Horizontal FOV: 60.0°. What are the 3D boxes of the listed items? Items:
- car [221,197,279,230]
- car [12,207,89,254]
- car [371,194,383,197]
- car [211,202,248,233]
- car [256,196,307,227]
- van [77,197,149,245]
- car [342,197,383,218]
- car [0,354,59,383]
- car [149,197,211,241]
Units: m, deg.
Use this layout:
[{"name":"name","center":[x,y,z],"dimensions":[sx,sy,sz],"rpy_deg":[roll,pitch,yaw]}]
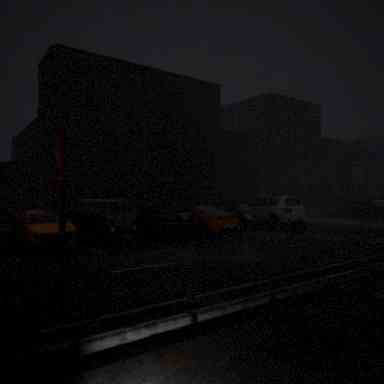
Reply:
[{"name":"car","center":[2.742,1.379,20.615],"dimensions":[2.185,1.767,4.553],"rpy_deg":[0,0,-35]},{"name":"car","center":[-6.324,1.507,14.115],"dimensions":[2.097,1.535,5.008],"rpy_deg":[0,0,-36]},{"name":"car","center":[20.635,1.212,33.311],"dimensions":[2.435,2.045,5.566],"rpy_deg":[0,0,-36]},{"name":"car","center":[0.519,1.506,18.985],"dimensions":[2.097,1.535,5.008],"rpy_deg":[0,0,-36]},{"name":"car","center":[4.888,1.252,22.144],"dimensions":[2.435,2.045,5.566],"rpy_deg":[0,0,-36]},{"name":"van","center":[-4.008,1.281,15.618],"dimensions":[1.878,1.987,4.442],"rpy_deg":[0,0,-36]},{"name":"car","center":[16.146,1.509,30.106],"dimensions":[2.163,1.488,4.792],"rpy_deg":[0,0,-36]},{"name":"car","center":[-2.877,1.507,1.080],"dimensions":[4.892,1.490,1.837],"rpy_deg":[-1,0,-35]},{"name":"car","center":[-1.848,1.256,17.338],"dimensions":[2.435,2.045,5.566],"rpy_deg":[0,0,-36]}]
